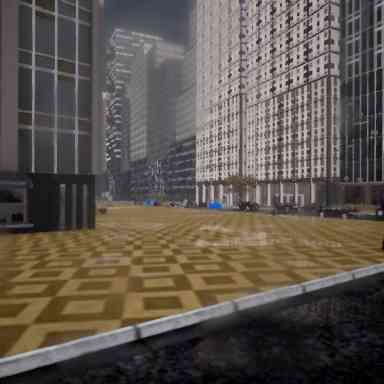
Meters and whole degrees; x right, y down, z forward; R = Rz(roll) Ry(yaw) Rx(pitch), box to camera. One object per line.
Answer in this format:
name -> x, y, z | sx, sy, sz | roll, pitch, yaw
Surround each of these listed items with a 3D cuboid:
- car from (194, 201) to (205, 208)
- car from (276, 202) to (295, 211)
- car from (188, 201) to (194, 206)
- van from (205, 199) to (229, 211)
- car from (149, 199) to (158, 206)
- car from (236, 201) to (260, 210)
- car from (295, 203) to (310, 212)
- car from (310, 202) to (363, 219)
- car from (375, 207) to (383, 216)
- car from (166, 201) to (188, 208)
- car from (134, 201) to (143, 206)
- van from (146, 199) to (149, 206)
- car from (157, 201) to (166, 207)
car -> 2.722, 2.538, 67.650 | 1.994, 1.385, 4.181 | 0, -1, -25
car -> 14.056, 2.156, 49.613 | 1.947, 1.339, 4.313 | -1, -1, -25
car -> -0.162, 2.796, 80.217 | 1.802, 1.307, 4.206 | -1, -1, -25
van -> 4.082, 1.996, 51.186 | 1.690, 1.788, 3.998 | -1, -1, -25
car -> -7.763, 2.722, 76.686 | 1.887, 1.381, 4.507 | -1, -1, -25
car -> 9.042, 2.206, 54.048 | 1.837, 1.490, 4.892 | 0, -1, -25
car -> 16.426, 2.055, 44.513 | 1.947, 1.339, 4.313 | -1, -1, -25
car -> 13.566, 1.804, 30.780 | 2.008, 1.369, 4.403 | -1, -1, -25
car -> 21.166, 1.841, 34.311 | 2.008, 1.369, 4.403 | -1, -1, -25
car -> -3.023, 2.516, 66.485 | 2.008, 1.369, 4.403 | -1, -1, -25
car -> -14.871, 3.044, 91.987 | 1.887, 1.381, 4.507 | -1, -1, -25
van -> -10.136, 2.625, 81.789 | 1.690, 1.788, 3.998 | -1, -1, -25
car -> -5.322, 2.593, 71.432 | 1.752, 1.417, 4.829 | -1, -1, -25
